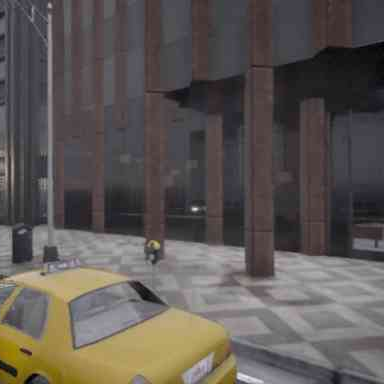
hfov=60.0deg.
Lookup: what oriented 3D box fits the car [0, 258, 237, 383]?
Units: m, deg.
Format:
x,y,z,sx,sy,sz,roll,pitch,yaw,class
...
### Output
x,y,z,sx,sy,sz,roll,pitch,yaw,class
-1.827,1.542,4.262,4.829,1.417,1.752,0,0,35,car
